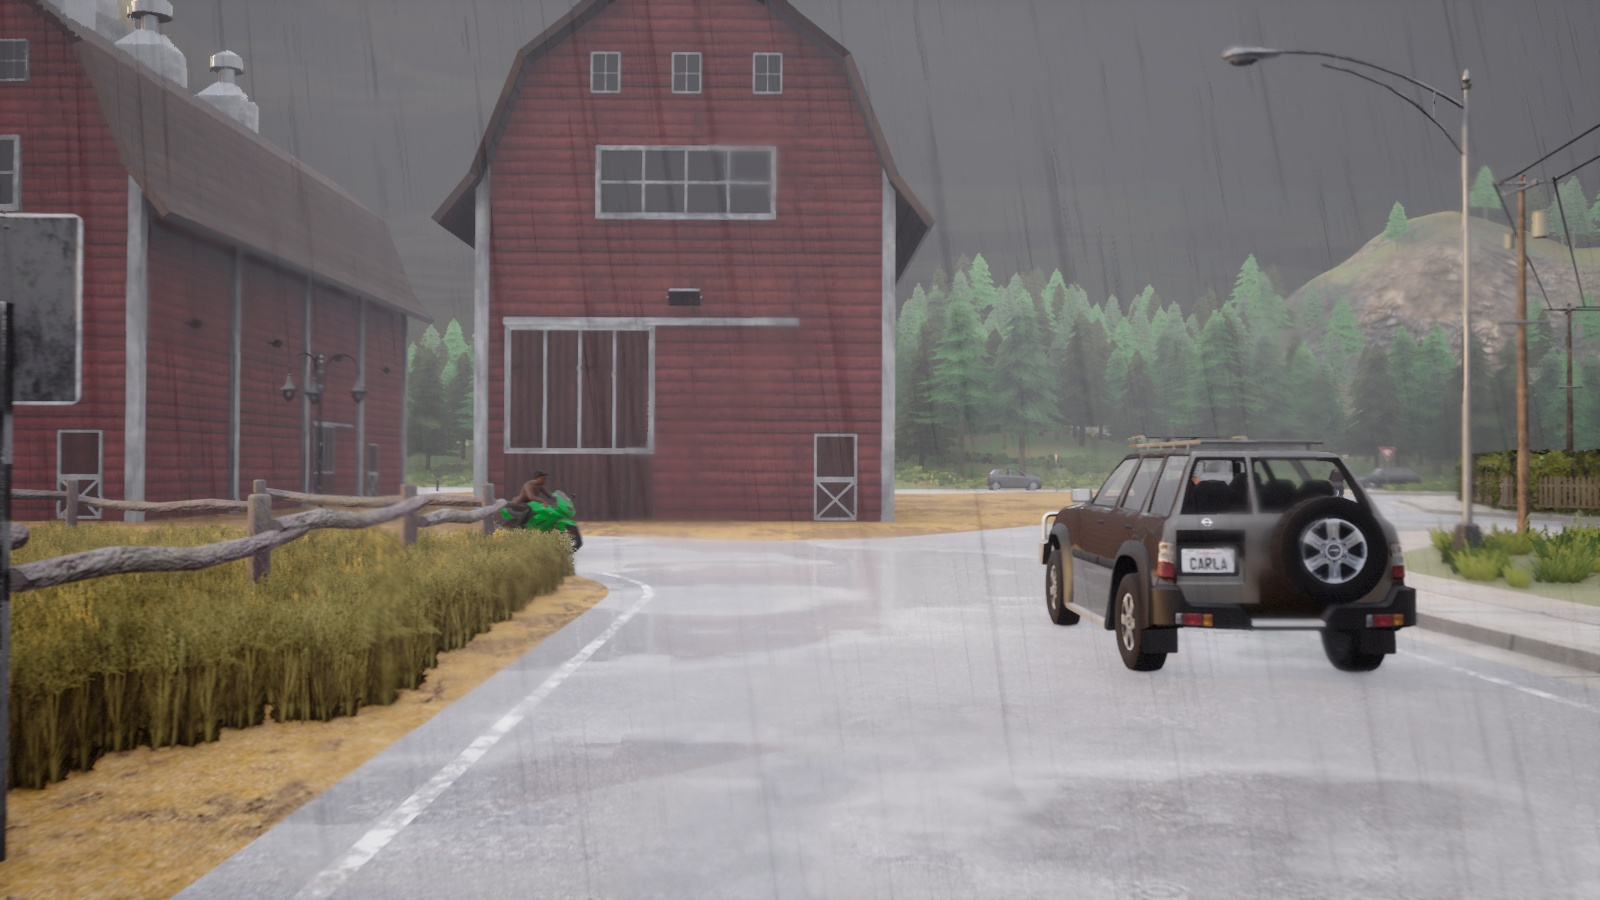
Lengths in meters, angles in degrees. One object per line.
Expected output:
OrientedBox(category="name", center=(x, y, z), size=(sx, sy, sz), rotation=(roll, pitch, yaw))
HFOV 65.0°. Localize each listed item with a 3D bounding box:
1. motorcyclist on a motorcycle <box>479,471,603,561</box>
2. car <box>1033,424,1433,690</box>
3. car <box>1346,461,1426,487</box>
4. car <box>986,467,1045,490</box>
OrientedBox(category="motorcyclist on a motorcycle", center=(-4.604, 1.149, 22.321), size=(2.044, 1.523, 0.797), rotation=(-1, 1, 25))
OrientedBox(category="car", center=(3.460, 0.782, 11.105), size=(1.932, 1.855, 4.605), rotation=(0, -1, 0))
OrientedBox(category="car", center=(40.819, 1.688, 87.538), size=(4.553, 1.767, 2.097), rotation=(0, -1, 0))
OrientedBox(category="car", center=(14.431, 1.897, 84.102), size=(3.633, 1.501, 1.845), rotation=(0, -1, 0))
